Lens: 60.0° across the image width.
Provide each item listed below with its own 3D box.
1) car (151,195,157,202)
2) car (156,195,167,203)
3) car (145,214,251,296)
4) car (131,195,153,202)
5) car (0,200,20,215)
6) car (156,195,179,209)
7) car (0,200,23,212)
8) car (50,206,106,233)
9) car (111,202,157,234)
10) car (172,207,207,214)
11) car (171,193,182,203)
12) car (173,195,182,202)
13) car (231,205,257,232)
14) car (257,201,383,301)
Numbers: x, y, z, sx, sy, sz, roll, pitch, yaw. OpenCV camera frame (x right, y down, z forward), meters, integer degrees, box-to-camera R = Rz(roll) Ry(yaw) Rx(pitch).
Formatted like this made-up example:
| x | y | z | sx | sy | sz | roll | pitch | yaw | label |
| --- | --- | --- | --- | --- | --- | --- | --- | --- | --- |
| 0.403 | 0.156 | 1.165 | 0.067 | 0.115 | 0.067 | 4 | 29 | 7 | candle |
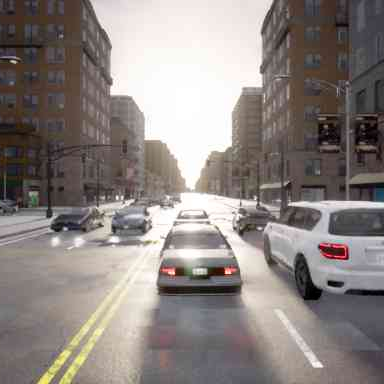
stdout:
| x | y | z | sx | sy | sz | roll | pitch | yaw | label |
| --- | --- | --- | --- | --- | --- | --- | --- | --- | --- |
| -6.626 | 1.343 | 56.820 | 2.097 | 1.767 | 4.553 | 0 | 0 | 0 | car |
| -6.554 | 1.484 | 71.896 | 1.837 | 1.490 | 4.892 | 0 | 0 | 0 | car |
| 0.082 | 1.547 | 8.786 | 2.033 | 1.411 | 5.357 | 0 | 0 | -2 | car |
| -6.631 | 1.503 | 43.112 | 1.837 | 1.490 | 4.892 | 0 | 0 | 0 | car |
| -19.735 | 1.482 | 32.805 | 4.902 | 1.511 | 2.128 | 0 | 0 | 0 | car |
| -3.382 | 1.486 | 45.917 | 2.128 | 1.511 | 4.902 | 0 | 0 | 0 | car |
| -22.152 | 1.577 | 38.303 | 4.313 | 1.339 | 1.947 | 0 | 0 | 0 | car |
| -6.615 | 1.546 | 20.028 | 2.033 | 1.411 | 5.357 | 0 | 0 | 0 | car |
| -3.362 | 1.524 | 19.334 | 1.812 | 1.442 | 4.674 | 0 | 0 | 0 | car |
| 0.072 | 1.600 | 18.435 | 1.895 | 1.301 | 4.718 | 0 | 0 | 2 | car |
| -3.330 | 1.210 | 66.587 | 2.150 | 2.045 | 5.566 | 0 | 0 | 0 | car |
| -3.307 | 1.454 | 77.246 | 1.882 | 1.535 | 5.008 | 0 | 0 | 0 | car |
| 3.338 | 1.504 | 18.464 | 1.837 | 1.490 | 4.892 | 0 | 0 | 1 | car |
| 3.342 | 1.221 | 8.427 | 2.150 | 2.045 | 5.566 | 0 | 0 | 0 | car |
